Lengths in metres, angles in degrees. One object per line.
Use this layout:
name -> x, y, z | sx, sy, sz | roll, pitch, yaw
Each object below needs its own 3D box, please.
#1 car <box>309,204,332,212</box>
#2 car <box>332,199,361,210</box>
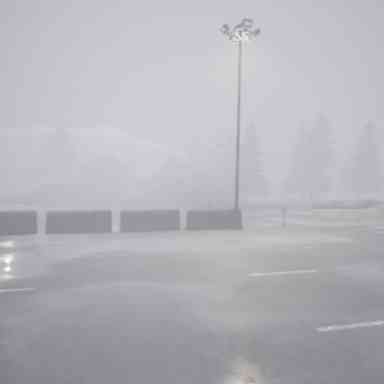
car -> 15.133, 1.542, 35.948 | 4.718, 1.301, 1.895 | 0, 0, -14
car -> 16.881, 1.442, 32.782 | 5.008, 1.535, 1.882 | 0, 0, -14
